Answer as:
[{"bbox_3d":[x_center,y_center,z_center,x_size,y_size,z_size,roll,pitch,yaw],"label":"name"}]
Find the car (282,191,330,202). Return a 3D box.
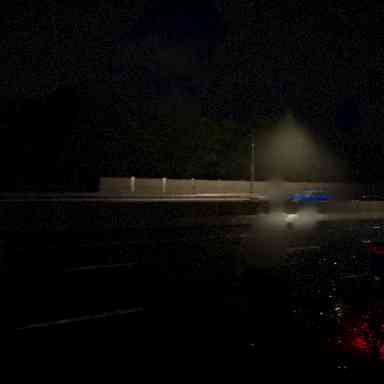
[{"bbox_3d":[13.764,0.854,39.061,5.566,2.045,2.150,1,1,-27],"label":"car"}]

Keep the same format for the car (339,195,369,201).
[{"bbox_3d":[23.271,1.168,47.861,4.892,1.490,1.837,0,1,-27],"label":"car"}]

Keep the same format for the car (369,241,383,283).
[{"bbox_3d":[6.384,1.460,7.760,5.008,1.535,1.882,1,1,-27],"label":"car"}]

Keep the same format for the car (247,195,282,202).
[{"bbox_3d":[9.309,1.073,40.743,5.357,1.411,2.033,1,1,-27],"label":"car"}]
